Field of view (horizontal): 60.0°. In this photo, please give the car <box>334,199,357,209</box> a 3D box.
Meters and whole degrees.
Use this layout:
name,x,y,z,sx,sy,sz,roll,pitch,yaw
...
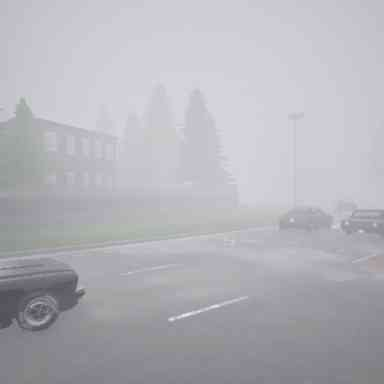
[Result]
name,x,y,z,sx,sy,sz,roll,pitch,yaw
car,16.536,1.478,35.963,1.882,1.535,5.008,0,0,17

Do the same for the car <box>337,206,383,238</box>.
name,x,y,z,sx,sy,sz,roll,pitch,yaw
car,9.677,1.601,17.739,1.895,1.301,4.718,0,0,42

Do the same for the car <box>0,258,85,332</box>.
name,x,y,z,sx,sy,sz,roll,pitch,yaw
car,-4.208,1.601,5.126,4.718,1.301,1.895,0,0,-36

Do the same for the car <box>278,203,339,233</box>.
name,x,y,z,sx,sy,sz,roll,pitch,yaw
car,6.911,1.563,20.000,1.994,1.385,4.181,0,0,42
